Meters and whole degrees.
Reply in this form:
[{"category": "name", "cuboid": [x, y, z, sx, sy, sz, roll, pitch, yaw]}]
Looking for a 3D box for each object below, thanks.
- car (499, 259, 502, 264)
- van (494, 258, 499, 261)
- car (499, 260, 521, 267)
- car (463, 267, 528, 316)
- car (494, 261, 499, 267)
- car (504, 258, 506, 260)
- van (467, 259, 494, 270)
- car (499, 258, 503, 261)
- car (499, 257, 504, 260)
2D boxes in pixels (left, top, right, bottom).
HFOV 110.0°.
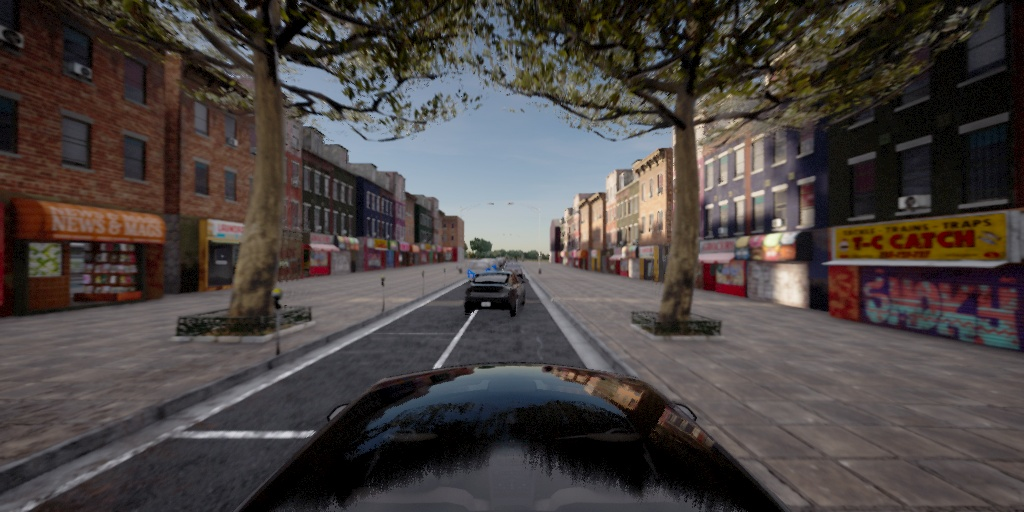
[{"category": "car", "cuboid": [-2.640, 1.386, 45.640, 1.948, 1.339, 4.313, 0, 0, 0]}, {"category": "van", "cuboid": [-2.639, 1.196, 40.093, 1.690, 1.789, 3.998, 0, 0, 0]}, {"category": "car", "cuboid": [0.093, 1.424, 34.778, 2.033, 1.411, 5.357, 0, 0, 0]}, {"category": "car", "cuboid": [-0.553, 1.351, 14.069, 1.837, 1.490, 4.892, 0, -1, 7]}, {"category": "car", "cuboid": [-2.639, 1.427, 34.546, 2.007, 1.370, 4.403, 0, 0, 0]}, {"category": "car", "cuboid": [0.093, 1.289, 57.193, 1.994, 1.385, 4.181, 0, 0, 0]}, {"category": "van", "cuboid": [-2.639, 1.227, 28.998, 1.690, 1.789, 3.998, 0, 0, 0]}, {"category": "car", "cuboid": [-2.640, 1.357, 51.182, 1.802, 1.307, 4.207, 0, 0, 0]}, {"category": "car", "cuboid": [-2.641, 1.255, 62.258, 1.948, 1.339, 4.313, 0, 0, 0]}]
